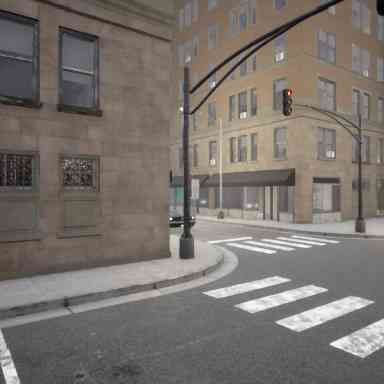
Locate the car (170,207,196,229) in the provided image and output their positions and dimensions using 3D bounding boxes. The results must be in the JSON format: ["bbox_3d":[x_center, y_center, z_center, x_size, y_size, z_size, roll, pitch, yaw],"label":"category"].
[{"bbox_3d":[-1.779,1.502,19.818,1.895,1.301,4.718,0,0,-36],"label":"car"}]
